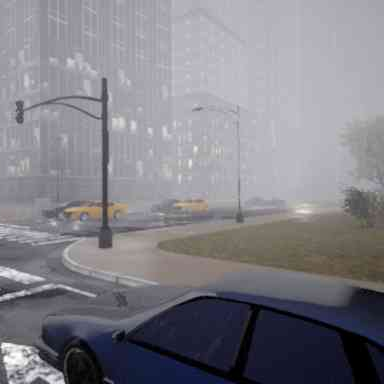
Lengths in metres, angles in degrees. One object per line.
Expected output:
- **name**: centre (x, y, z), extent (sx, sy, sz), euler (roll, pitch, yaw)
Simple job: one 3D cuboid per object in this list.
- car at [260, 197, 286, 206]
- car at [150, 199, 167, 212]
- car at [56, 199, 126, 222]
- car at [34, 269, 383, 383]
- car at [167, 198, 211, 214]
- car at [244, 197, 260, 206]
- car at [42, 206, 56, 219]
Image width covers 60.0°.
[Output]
- **car**: centre (12.793, 1.541, 51.629), extent (1.895, 1.301, 4.718), euler (-1, 0, 38)
- **car**: centre (-2.590, 1.464, 36.917), extent (1.812, 1.442, 4.674), euler (-1, 0, 37)
- **car**: centre (-7.339, 1.375, 25.307), extent (1.882, 1.535, 5.008), euler (-1, 0, 37)
- **car**: centre (0.702, 1.539, 3.189), extent (5.357, 1.411, 2.033), euler (1, 0, 36)
- **car**: centre (-0.002, 1.392, 34.951), extent (1.882, 1.535, 5.008), euler (-1, 0, 37)
- **car**: centre (10.176, 1.489, 53.558), extent (1.812, 1.442, 4.674), euler (-1, -1, 38)
- **car**: centre (-9.799, 1.399, 27.442), extent (1.882, 1.535, 5.008), euler (-1, 0, 37)
